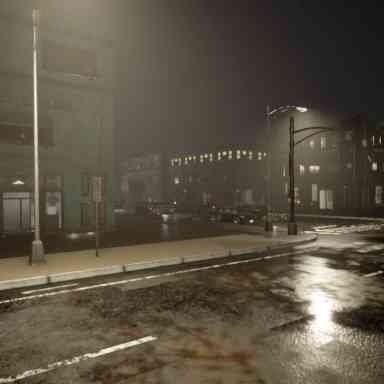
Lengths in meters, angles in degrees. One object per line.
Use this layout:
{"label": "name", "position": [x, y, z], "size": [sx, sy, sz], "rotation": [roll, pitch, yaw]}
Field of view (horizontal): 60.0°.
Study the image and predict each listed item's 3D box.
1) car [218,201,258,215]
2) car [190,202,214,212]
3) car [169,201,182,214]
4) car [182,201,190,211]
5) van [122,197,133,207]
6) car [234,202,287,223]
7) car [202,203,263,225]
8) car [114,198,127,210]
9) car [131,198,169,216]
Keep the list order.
{"label": "car", "position": [5.220, 1.807, 38.050], "size": [2.008, 1.369, 4.403], "rotation": [-2, 0, -35]}
{"label": "car", "position": [2.010, 1.901, 42.559], "size": [1.802, 1.307, 4.206], "rotation": [-2, 0, -35]}
{"label": "car", "position": [-3.614, 1.921, 40.504], "size": [1.812, 1.442, 4.674], "rotation": [-1, 0, -35]}
{"label": "car", "position": [-1.199, 1.963, 47.068], "size": [1.802, 1.307, 4.206], "rotation": [-2, 0, -35]}
{"label": "van", "position": [-10.835, 1.904, 60.596], "size": [1.690, 1.788, 3.998], "rotation": [-1, 0, -35]}
{"label": "car", "position": [5.550, 1.722, 27.618], "size": [1.837, 1.490, 4.892], "rotation": [-1, -1, -35]}
{"label": "car", "position": [3.133, 1.813, 26.322], "size": [1.947, 1.339, 4.313], "rotation": [-2, 0, -35]}
{"label": "car", "position": [-12.865, 2.120, 53.623], "size": [2.033, 1.411, 5.357], "rotation": [-1, 0, -35]}
{"label": "car", "position": [-4.819, 1.844, 37.697], "size": [1.967, 1.590, 4.097], "rotation": [-1, 0, -35]}
